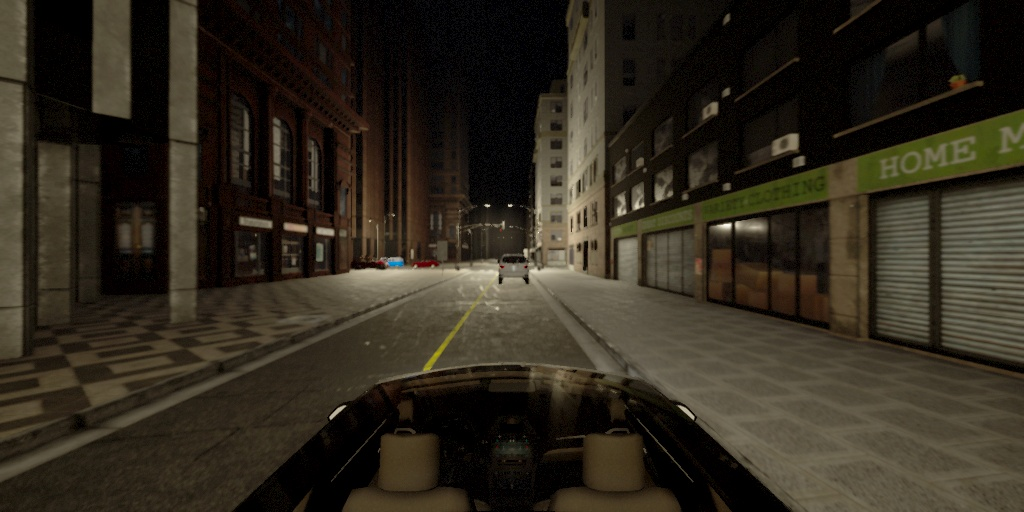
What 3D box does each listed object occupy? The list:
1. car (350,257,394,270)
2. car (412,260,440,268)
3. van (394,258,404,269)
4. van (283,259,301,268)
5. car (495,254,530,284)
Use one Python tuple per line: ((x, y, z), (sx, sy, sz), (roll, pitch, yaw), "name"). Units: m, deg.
((-19.638, 1.101, 49.723), (5.009, 1.841, 2.192), (0, 0, 0), "car")
((-13.996, 1.273, 58.231), (4.507, 1.381, 1.888), (0, 0, 0), "car")
((-19.620, 1.137, 58.249), (3.998, 1.789, 1.690), (0, 0, 0), "van")
((-30.886, 1.265, 49.759), (3.998, 1.789, 1.690), (0, 0, 0), "van")
((0.098, 0.881, 26.203), (2.150, 2.045, 5.566), (0, 0, -1), "car")
